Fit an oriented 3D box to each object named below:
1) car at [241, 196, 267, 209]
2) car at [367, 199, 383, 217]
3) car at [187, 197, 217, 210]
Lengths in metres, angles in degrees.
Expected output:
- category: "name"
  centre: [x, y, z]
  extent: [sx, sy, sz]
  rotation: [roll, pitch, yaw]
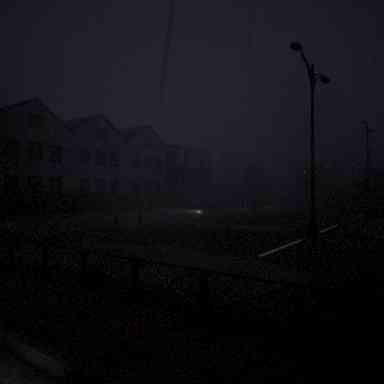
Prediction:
- category: "car"
  centre: [7.975, 1.313, 42.816]
  extent: [1.837, 1.490, 4.892]
  rotation: [0, 0, 35]
- category: "car"
  centre: [15.420, 1.298, 26.809]
  extent: [2.007, 1.523, 4.514]
  rotation: [0, 0, 35]
- category: "car"
  centre: [1.314, 1.334, 39.807]
  extent: [1.812, 1.442, 4.674]
  rotation: [0, 0, 35]
